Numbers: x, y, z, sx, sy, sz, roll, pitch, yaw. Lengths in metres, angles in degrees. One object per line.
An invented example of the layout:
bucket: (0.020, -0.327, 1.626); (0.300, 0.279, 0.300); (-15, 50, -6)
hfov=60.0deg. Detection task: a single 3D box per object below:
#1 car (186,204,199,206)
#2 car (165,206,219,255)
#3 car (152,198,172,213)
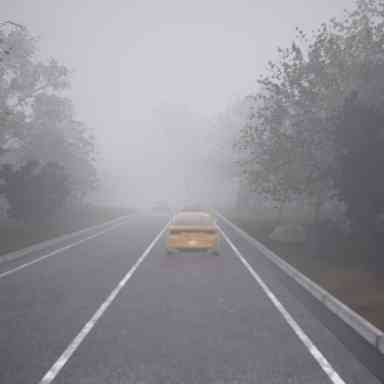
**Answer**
car: (0.044, 1.723, 27.731); (1.994, 1.385, 4.181); (0, 0, 0)
car: (0.053, 1.556, 13.661); (1.882, 1.535, 5.008); (0, 0, 1)
car: (-3.551, 1.582, 40.392); (2.097, 1.767, 4.553); (0, 0, 1)
